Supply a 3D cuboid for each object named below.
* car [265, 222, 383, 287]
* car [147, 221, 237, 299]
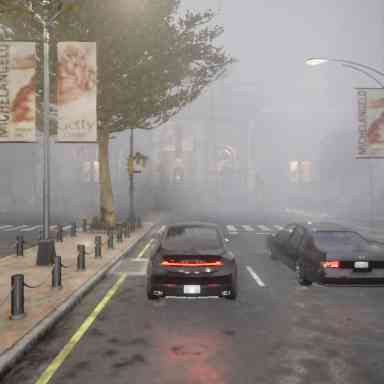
[{"bbox_3d":[3.498,1.547,9.382,2.033,1.411,5.357,0,0,0],"label":"car"},{"bbox_3d":[-0.001,1.505,8.418,1.837,1.490,4.892,0,0,0],"label":"car"}]
